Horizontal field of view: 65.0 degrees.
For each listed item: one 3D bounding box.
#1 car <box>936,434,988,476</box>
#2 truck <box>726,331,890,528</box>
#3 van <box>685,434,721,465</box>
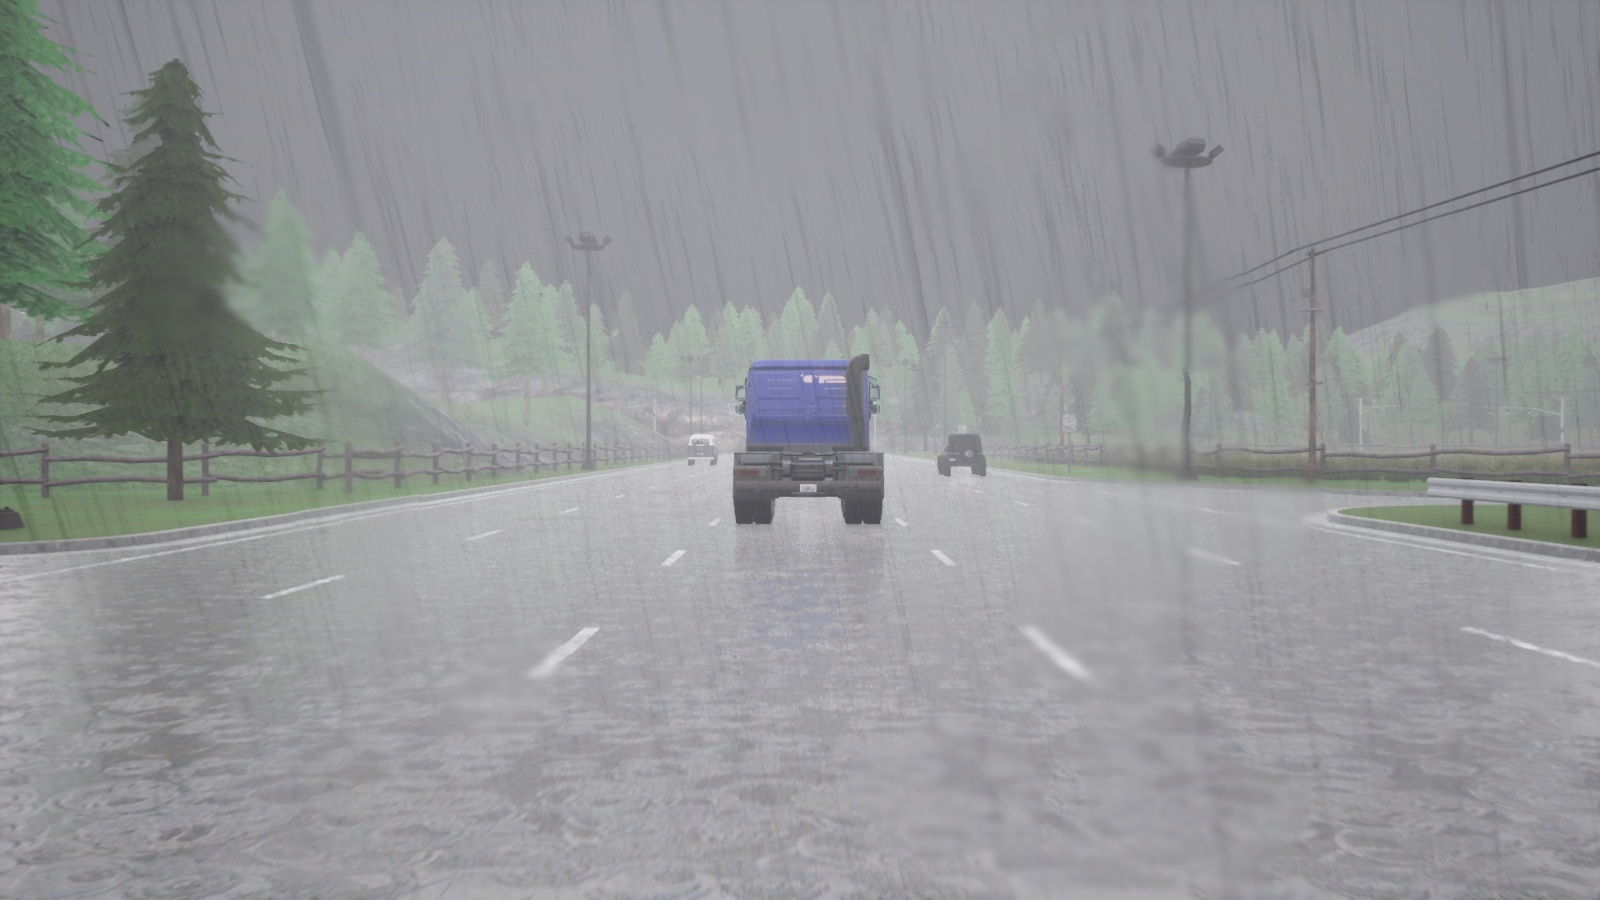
[{"bbox_3d":[7.338,0.224,57.179,1.905,1.878,3.866,0,0,0],"label":"car"},{"bbox_3d":[0.163,-0.382,26.080,2.891,3.462,7.936,0,0,0],"label":"truck"},{"bbox_3d":[-6.508,-0.017,84.498,2.069,2.038,4.480,0,0,0],"label":"van"}]
